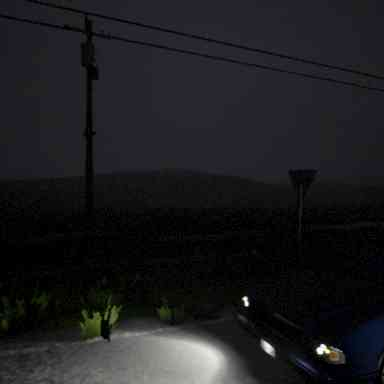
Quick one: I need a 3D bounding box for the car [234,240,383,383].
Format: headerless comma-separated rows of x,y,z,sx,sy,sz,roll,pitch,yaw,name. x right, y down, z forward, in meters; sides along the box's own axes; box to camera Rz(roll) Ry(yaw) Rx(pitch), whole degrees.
3.344,1.453,4.880,5.357,1.411,2.033,1,2,-23,car
